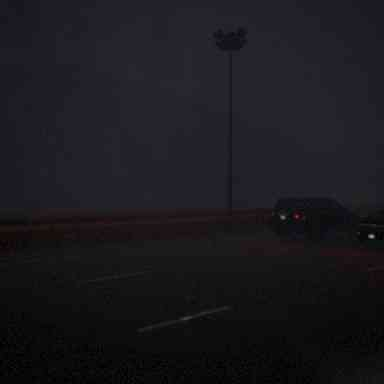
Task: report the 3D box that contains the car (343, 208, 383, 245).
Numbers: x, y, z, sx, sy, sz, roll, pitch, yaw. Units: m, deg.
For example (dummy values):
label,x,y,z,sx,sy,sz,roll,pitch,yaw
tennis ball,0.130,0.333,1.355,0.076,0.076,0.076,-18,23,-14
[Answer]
label,x,y,z,sx,sy,sz,roll,pitch,yaw
car,9.137,1.566,14.679,4.902,1.511,2.128,0,0,-36

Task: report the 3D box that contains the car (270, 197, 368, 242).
label,x,y,z,sx,sy,sz,roll,pitch,yaw
car,6.405,1.293,17.028,5.566,2.045,2.150,1,0,-36

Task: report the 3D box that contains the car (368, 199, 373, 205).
label,x,y,z,sx,sy,sz,roll,pitch,yaw
car,30.070,1.815,55.607,5.357,1.411,2.033,0,0,-24

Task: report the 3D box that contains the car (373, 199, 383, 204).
label,x,y,z,sx,sy,sz,roll,pitch,yaw
car,31.546,1.741,52.396,5.008,1.535,1.882,0,0,-24
